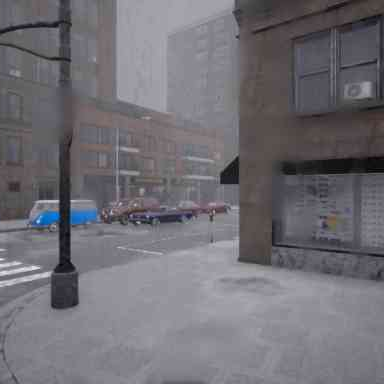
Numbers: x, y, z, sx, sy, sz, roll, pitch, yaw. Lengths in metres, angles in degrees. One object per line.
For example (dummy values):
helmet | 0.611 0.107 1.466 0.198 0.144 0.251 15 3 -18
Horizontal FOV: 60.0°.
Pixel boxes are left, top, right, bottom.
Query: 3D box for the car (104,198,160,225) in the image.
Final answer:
car | -4.287 1.336 24.318 2.192 1.841 5.009 0 0 36

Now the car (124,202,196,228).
car | -2.063 1.622 22.688 1.895 1.301 4.718 0 0 36

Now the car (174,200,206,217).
car | -1.006 1.466 28.851 1.967 1.590 4.097 0 0 36

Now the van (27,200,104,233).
van | -7.569 1.358 19.785 1.690 1.788 3.998 0 0 36

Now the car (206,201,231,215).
car | 2.275 1.575 33.384 1.887 1.381 4.507 0 0 36
